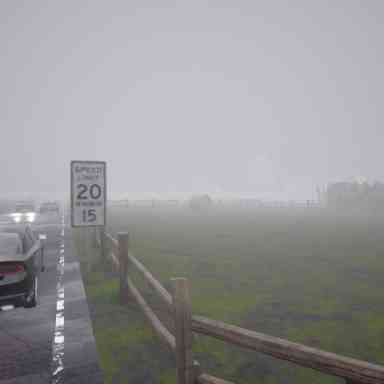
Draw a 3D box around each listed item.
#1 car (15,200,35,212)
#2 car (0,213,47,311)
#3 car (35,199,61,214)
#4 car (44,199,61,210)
[{"bbox_3d":[-19.627,1.623,39.366,1.895,1.301,4.718,0,0,-21],"label":"car"},{"bbox_3d":[-4.444,1.481,7.521,1.882,1.535,5.008,0,0,-21],"label":"car"},{"bbox_3d":[-15.153,1.495,35.531,2.128,1.511,4.902,0,0,-21],"label":"car"},{"bbox_3d":[-18.948,1.604,45.269,1.895,1.301,4.718,0,0,-21],"label":"car"}]
